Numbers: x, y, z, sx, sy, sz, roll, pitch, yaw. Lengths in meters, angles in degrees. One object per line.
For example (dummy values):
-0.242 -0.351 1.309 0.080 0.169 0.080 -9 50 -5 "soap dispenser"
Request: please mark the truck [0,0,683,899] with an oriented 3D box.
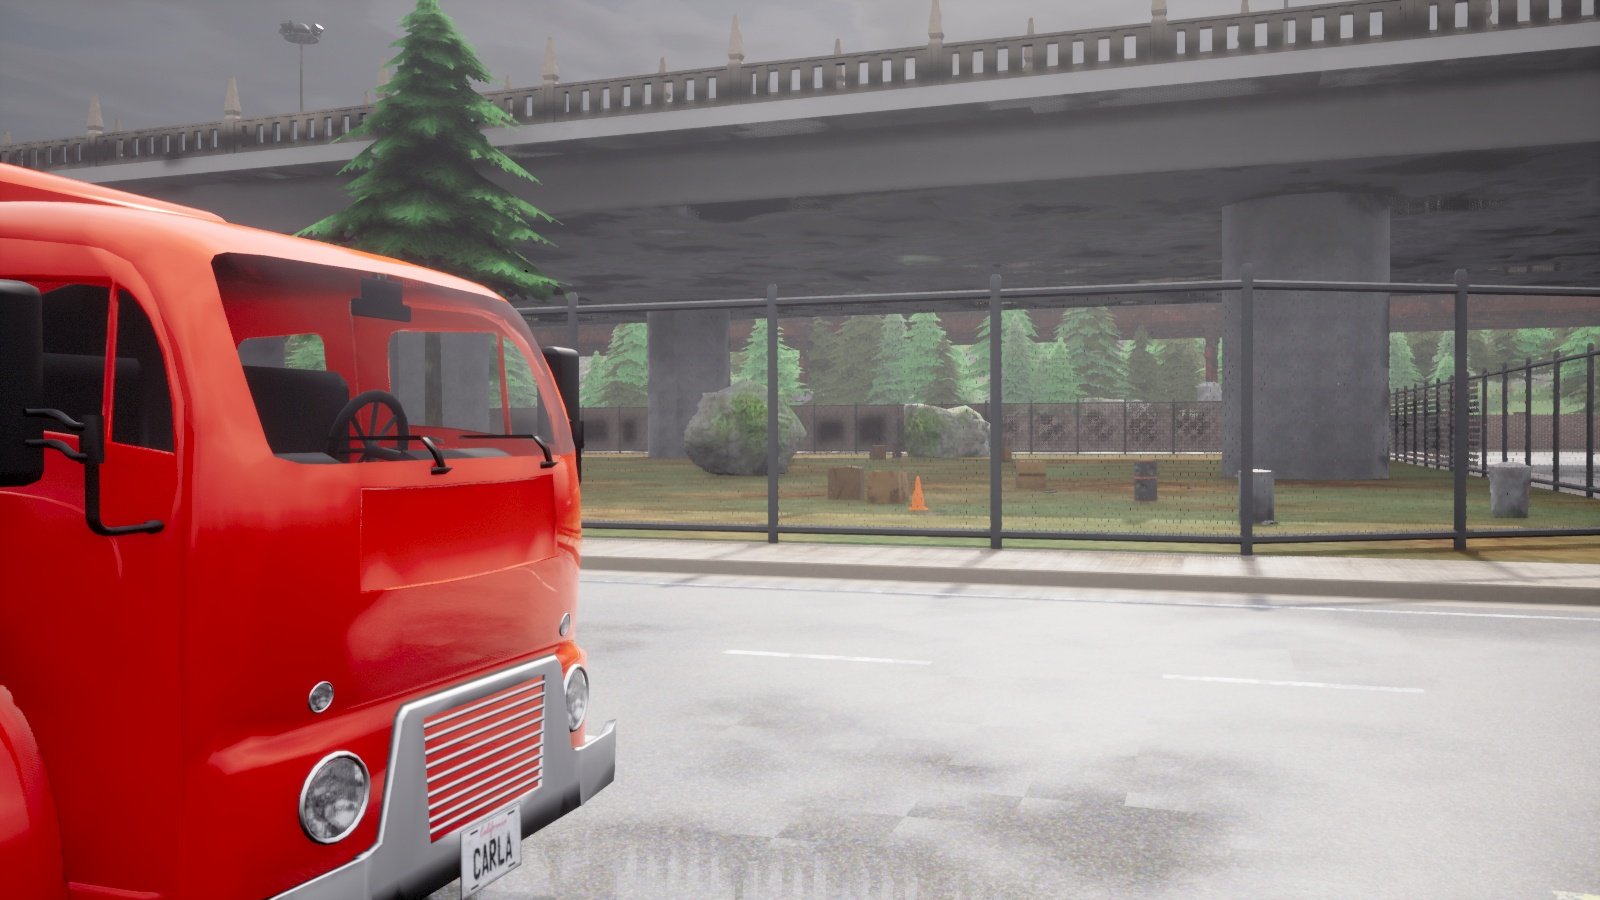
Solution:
-3.327 0.258 4.304 5.204 2.467 2.627 1 1 19 "truck"
